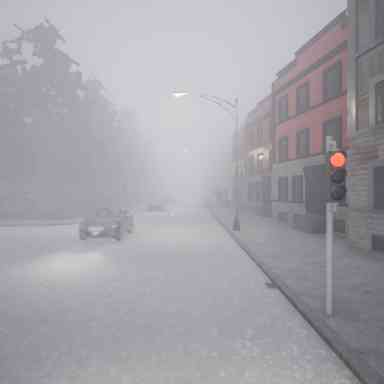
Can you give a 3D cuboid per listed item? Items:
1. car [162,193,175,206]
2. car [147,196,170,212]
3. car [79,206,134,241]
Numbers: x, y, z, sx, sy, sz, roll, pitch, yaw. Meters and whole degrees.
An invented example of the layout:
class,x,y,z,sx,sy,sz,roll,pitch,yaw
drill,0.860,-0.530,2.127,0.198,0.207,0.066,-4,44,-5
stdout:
class,x,y,z,sx,sy,sz,roll,pitch,yaw
car,-4.112,1.220,56.497,2.150,2.045,5.566,0,0,0
car,-4.121,1.547,39.391,2.033,1.411,5.357,0,0,0
car,-4.108,1.491,16.608,2.128,1.511,4.902,0,0,0
